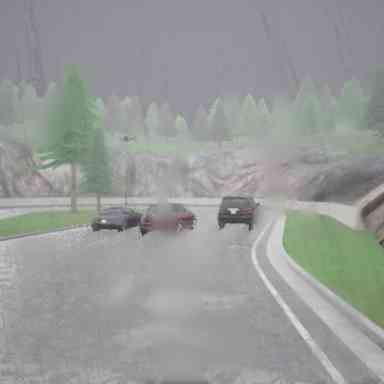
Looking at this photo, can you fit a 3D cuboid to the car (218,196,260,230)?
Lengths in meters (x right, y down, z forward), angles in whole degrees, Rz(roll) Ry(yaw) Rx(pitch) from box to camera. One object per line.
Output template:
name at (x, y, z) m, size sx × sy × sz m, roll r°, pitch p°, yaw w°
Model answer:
car at (3.170, 1.280, 21.939) m, size 2.150 × 2.045 × 5.566 m, roll 0°, pitch 0°, yaw 16°

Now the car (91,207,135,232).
car at (-4.399, 1.618, 20.504) m, size 1.994 × 1.385 × 4.181 m, roll 0°, pitch 0°, yaw 15°

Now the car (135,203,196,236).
car at (-1.211, 1.402, 18.940) m, size 2.097 × 1.767 × 4.553 m, roll 0°, pitch 0°, yaw 15°

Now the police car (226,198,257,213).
police car at (5.851, 1.611, 40.021) m, size 2.038 × 1.542 × 4.974 m, roll -1°, pitch 0°, yaw -12°
